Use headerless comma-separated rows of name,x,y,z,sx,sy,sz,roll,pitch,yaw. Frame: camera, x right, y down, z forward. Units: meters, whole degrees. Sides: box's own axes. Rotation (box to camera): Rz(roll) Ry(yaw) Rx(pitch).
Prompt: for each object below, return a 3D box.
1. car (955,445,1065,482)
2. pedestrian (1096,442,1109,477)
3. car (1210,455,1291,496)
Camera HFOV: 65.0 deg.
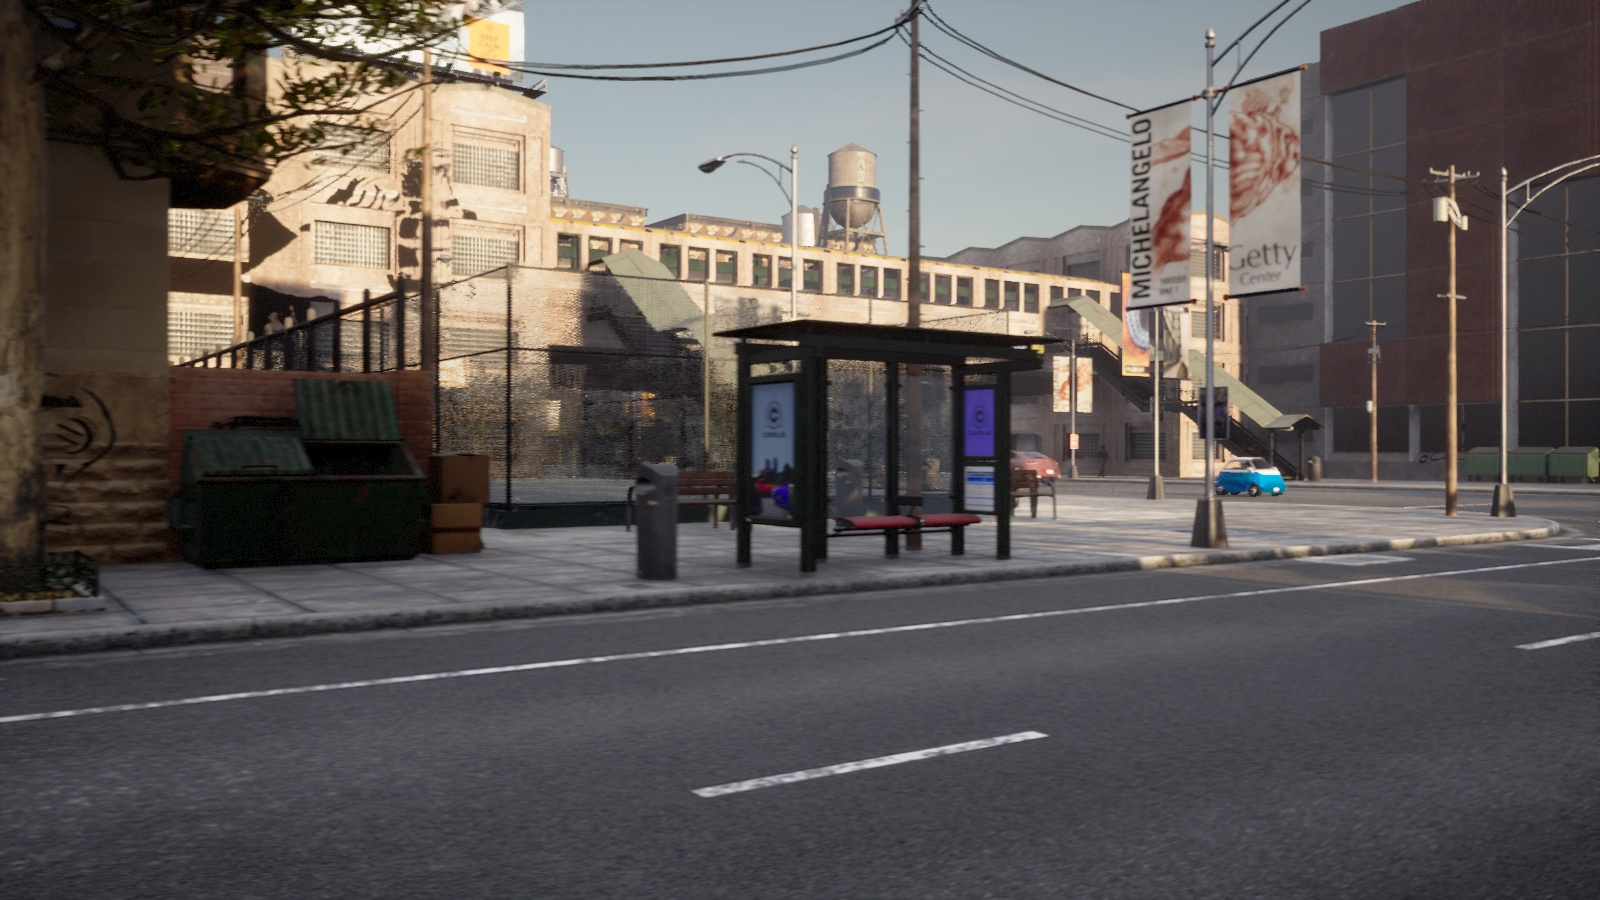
car,9.744,0.630,58.645,2.152,1.651,5.027,0,0,-34
pedestrian,16.630,0.514,69.067,0.402,1.930,0.666,0,0,-23
car,15.678,0.859,43.749,1.481,1.376,2.207,0,0,-34
